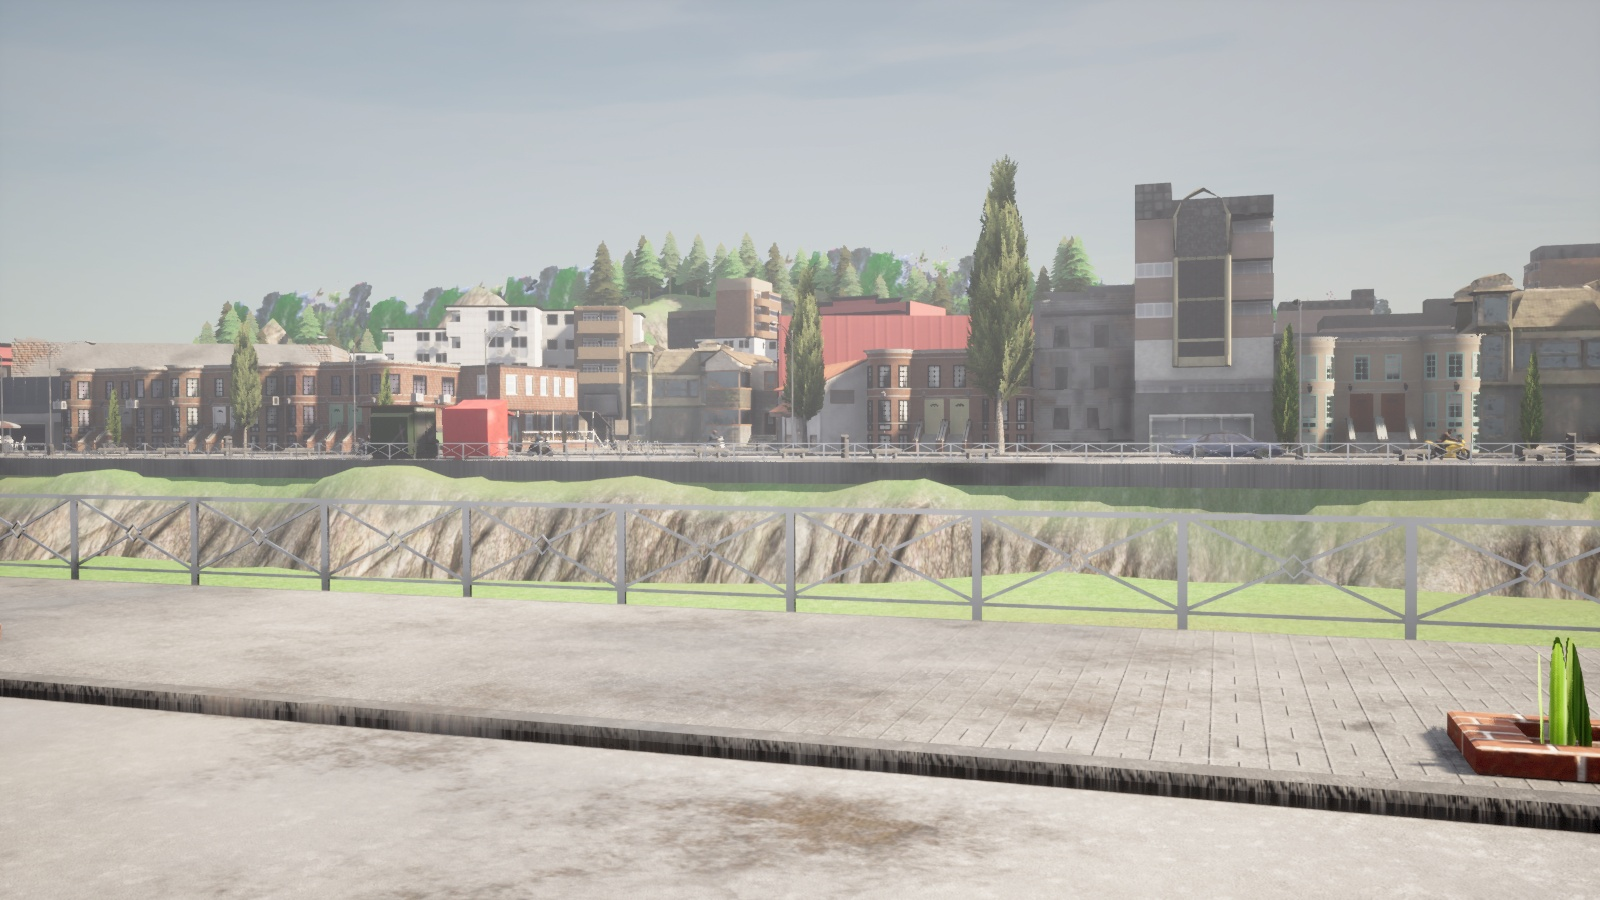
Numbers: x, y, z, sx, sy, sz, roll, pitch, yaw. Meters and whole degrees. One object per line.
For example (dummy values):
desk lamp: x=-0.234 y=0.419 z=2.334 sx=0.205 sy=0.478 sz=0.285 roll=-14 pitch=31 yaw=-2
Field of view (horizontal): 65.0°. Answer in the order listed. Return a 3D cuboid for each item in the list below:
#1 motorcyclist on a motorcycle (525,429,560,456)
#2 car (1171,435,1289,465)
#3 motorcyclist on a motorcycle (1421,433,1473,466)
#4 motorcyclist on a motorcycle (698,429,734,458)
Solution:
motorcyclist on a motorcycle: x=-15.158 y=-0.460 z=73.914 sx=1.817 sy=1.590 sz=0.866 roll=1 pitch=1 yaw=19
car: x=21.095 y=-0.035 z=61.736 sx=5.357 sy=1.411 sz=2.033 roll=1 pitch=1 yaw=19
motorcyclist on a motorcycle: x=30.216 y=-0.017 z=58.671 sx=2.044 sy=1.523 sz=0.797 roll=1 pitch=1 yaw=19
motorcyclist on a motorcycle: x=-4.687 y=-0.365 z=70.397 sx=1.817 sy=1.590 sz=0.866 roll=1 pitch=1 yaw=19
